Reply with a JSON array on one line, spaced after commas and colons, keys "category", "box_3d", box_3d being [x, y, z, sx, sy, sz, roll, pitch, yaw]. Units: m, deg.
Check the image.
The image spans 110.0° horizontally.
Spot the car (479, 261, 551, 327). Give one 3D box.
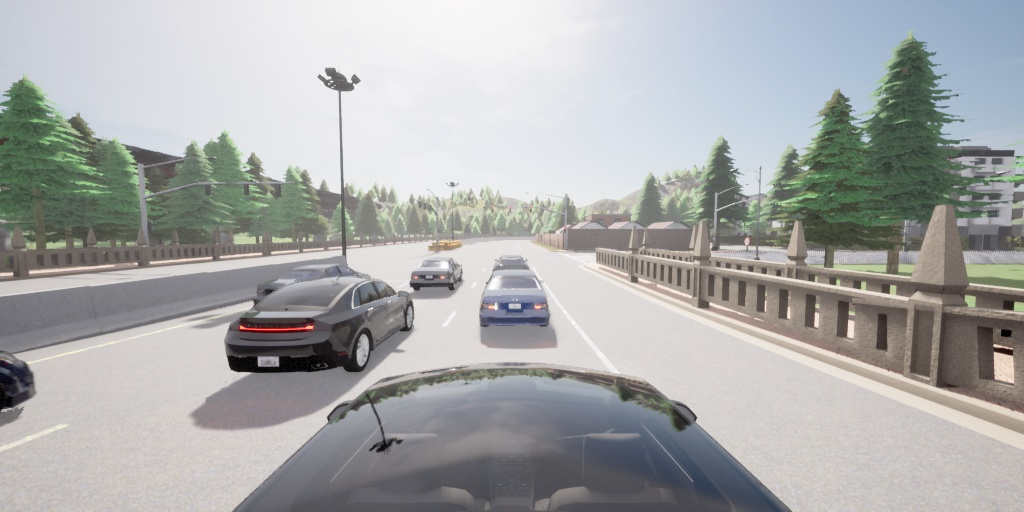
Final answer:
[{"category": "car", "box_3d": [0.042, 1.103, 10.790, 2.033, 1.411, 5.357, 0, 2, 0]}]

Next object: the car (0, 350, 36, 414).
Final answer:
[{"category": "car", "box_3d": [-6.906, 1.313, 2.637, 1.994, 1.385, 4.181, 0, 0, 0]}]

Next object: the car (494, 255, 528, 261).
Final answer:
[{"category": "car", "box_3d": [-0.039, 0.617, 19.867, 1.994, 1.385, 4.181, 0, 3, 0]}]

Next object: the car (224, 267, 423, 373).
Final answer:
[{"category": "car", "box_3d": [-3.437, 1.173, 7.444, 1.837, 1.490, 4.892, 0, 1, 0]}]

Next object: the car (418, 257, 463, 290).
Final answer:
[{"category": "car", "box_3d": [-3.502, 0.755, 17.279, 2.033, 1.411, 5.357, 0, 4, -2]}]

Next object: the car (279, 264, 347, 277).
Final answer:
[{"category": "car", "box_3d": [-6.979, 0.987, 13.275, 2.033, 1.411, 5.357, 0, 3, -1]}]
